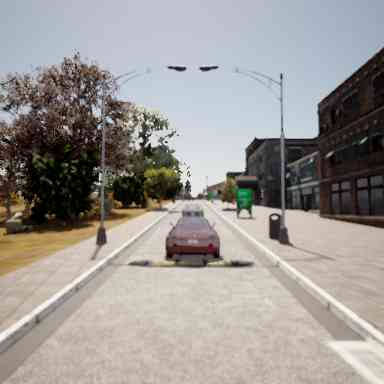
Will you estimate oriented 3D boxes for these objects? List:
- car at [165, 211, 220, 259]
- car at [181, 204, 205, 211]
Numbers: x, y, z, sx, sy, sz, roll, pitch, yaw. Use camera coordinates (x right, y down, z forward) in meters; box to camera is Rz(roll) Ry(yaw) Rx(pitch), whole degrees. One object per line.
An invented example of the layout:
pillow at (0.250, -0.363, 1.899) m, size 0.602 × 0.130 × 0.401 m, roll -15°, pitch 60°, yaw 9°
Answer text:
car at (0.041, 1.655, 13.177) m, size 1.994 × 1.385 × 4.181 m, roll 0°, pitch -1°, yaw 0°
car at (0.082, 1.686, 27.576) m, size 2.033 × 1.411 × 5.357 m, roll 0°, pitch 0°, yaw 0°
